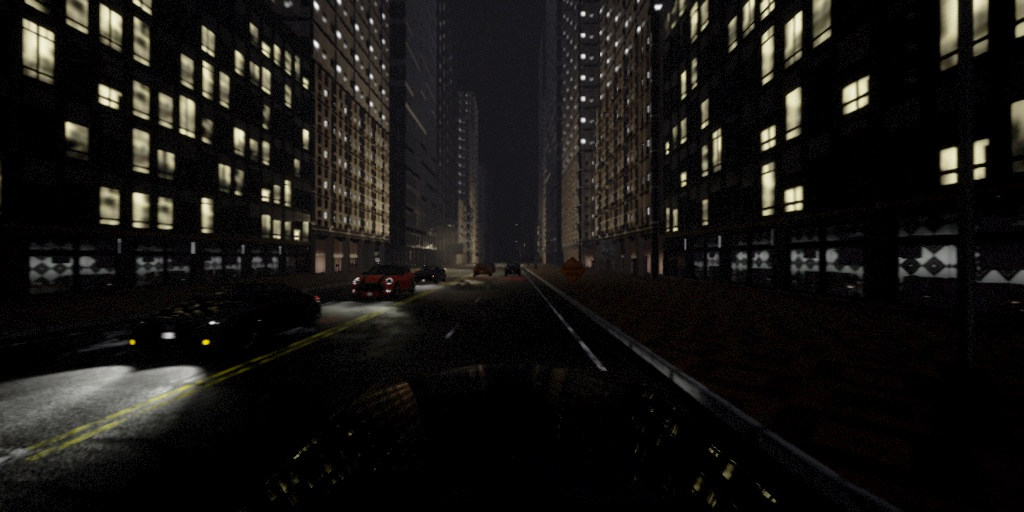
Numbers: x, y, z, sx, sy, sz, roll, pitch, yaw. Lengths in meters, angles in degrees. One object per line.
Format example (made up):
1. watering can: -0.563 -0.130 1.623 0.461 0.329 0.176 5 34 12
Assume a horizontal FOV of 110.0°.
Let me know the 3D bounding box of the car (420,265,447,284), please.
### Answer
1. car: -6.601 1.461 29.372 2.033 1.411 5.357 0 0 0

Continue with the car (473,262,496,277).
1. car: -3.159 1.465 39.673 1.882 1.535 5.008 0 0 0

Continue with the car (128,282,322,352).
1. car: -6.600 1.352 8.878 1.994 1.385 4.181 0 0 0

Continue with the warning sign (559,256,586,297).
1. warning sign: 2.847 0.952 16.913 1.300 1.860 1.060 0 0 0

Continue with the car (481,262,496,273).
1. car: -3.243 1.577 50.336 1.837 1.490 4.892 0 0 0

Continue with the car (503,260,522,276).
1. car: 0.089 1.486 40.425 2.128 1.511 4.902 0 0 0

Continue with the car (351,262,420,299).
1. car: -6.603 1.198 18.876 2.097 1.767 4.553 0 0 0
